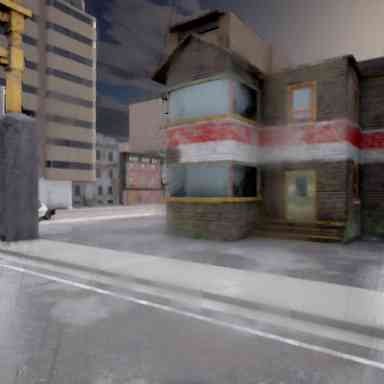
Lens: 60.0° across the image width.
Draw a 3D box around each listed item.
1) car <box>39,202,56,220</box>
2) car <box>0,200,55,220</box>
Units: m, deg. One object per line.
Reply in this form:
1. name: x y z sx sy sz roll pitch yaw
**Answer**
1. car: -12.549 1.402 24.813 2.038 1.542 4.974 0 0 15
2. car: -12.535 1.244 24.863 1.853 1.218 4.536 0 0 15
